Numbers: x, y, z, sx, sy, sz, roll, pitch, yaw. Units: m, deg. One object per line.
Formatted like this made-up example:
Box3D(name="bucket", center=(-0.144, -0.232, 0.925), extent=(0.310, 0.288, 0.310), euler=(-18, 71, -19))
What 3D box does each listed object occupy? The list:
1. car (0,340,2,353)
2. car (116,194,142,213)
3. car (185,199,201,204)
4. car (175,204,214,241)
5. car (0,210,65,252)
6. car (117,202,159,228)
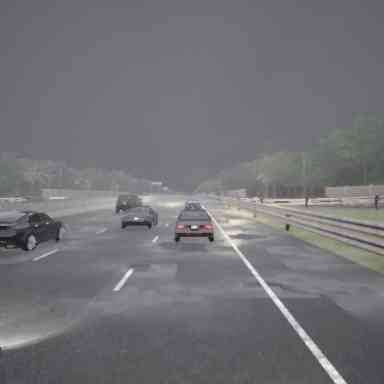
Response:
Box3D(name="car", center=(-3.399, 1.566, 2.506), extent=(1.994, 1.385, 4.181), euler=(0, 0, 0))
Box3D(name="car", center=(-6.888, 1.279, 36.769), extent=(2.150, 2.045, 5.566), euler=(0, 0, 0))
Box3D(name="car", center=(0.113, 1.588, 38.615), extent=(1.812, 1.442, 4.674), euler=(0, 0, 0))
Box3D(name="car", center=(0.106, 1.564, 16.852), extent=(2.033, 1.411, 5.357), euler=(0, 0, 0))
Box3D(name="car", center=(-6.895, 1.518, 13.818), extent=(1.837, 1.490, 4.892), euler=(0, 0, 0))
Box3D(name="car", center=(-3.392, 1.590, 22.231), extent=(1.994, 1.385, 4.181), euler=(0, 0, 0))
